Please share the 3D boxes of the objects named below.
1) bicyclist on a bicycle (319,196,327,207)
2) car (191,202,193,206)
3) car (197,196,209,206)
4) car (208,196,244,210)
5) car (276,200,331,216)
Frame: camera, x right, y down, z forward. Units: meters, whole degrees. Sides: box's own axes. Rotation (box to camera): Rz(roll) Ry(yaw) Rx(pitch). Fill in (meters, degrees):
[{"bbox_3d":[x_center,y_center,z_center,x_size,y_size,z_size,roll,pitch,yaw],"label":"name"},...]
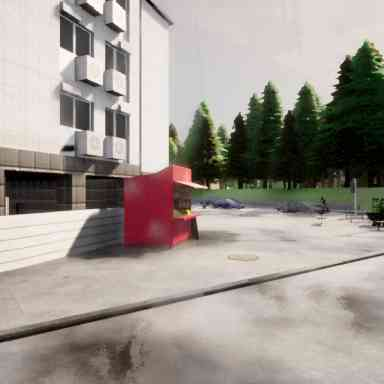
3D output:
[{"bbox_3d":[15.946,1.349,40.557,1.656,1.620,0.582,0,0,-35],"label":"bicyclist on a bicycle"},{"bbox_3d":[-1.722,1.564,50.977,1.994,1.385,4.181,0,0,-35],"label":"car"},{"bbox_3d":[2.710,1.352,51.941,2.097,1.767,4.553,0,0,-35],"label":"car"},{"bbox_3d":[4.529,1.525,42.137,1.812,1.442,4.674,0,0,-35],"label":"car"},{"bbox_3d":[10.939,1.548,33.104,2.033,1.411,5.357,0,0,-35],"label":"car"}]
